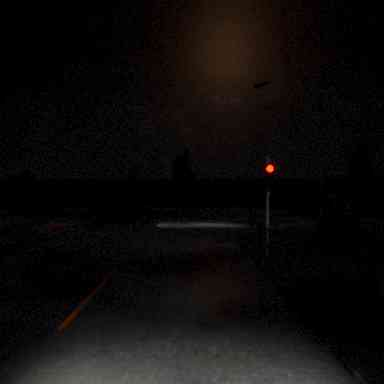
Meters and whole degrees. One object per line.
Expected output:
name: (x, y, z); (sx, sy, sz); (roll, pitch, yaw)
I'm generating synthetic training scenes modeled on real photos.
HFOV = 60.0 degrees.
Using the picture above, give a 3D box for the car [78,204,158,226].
car: (-4.550, 1.404, 21.086); (4.718, 1.301, 1.895); (0, 1, 0)
